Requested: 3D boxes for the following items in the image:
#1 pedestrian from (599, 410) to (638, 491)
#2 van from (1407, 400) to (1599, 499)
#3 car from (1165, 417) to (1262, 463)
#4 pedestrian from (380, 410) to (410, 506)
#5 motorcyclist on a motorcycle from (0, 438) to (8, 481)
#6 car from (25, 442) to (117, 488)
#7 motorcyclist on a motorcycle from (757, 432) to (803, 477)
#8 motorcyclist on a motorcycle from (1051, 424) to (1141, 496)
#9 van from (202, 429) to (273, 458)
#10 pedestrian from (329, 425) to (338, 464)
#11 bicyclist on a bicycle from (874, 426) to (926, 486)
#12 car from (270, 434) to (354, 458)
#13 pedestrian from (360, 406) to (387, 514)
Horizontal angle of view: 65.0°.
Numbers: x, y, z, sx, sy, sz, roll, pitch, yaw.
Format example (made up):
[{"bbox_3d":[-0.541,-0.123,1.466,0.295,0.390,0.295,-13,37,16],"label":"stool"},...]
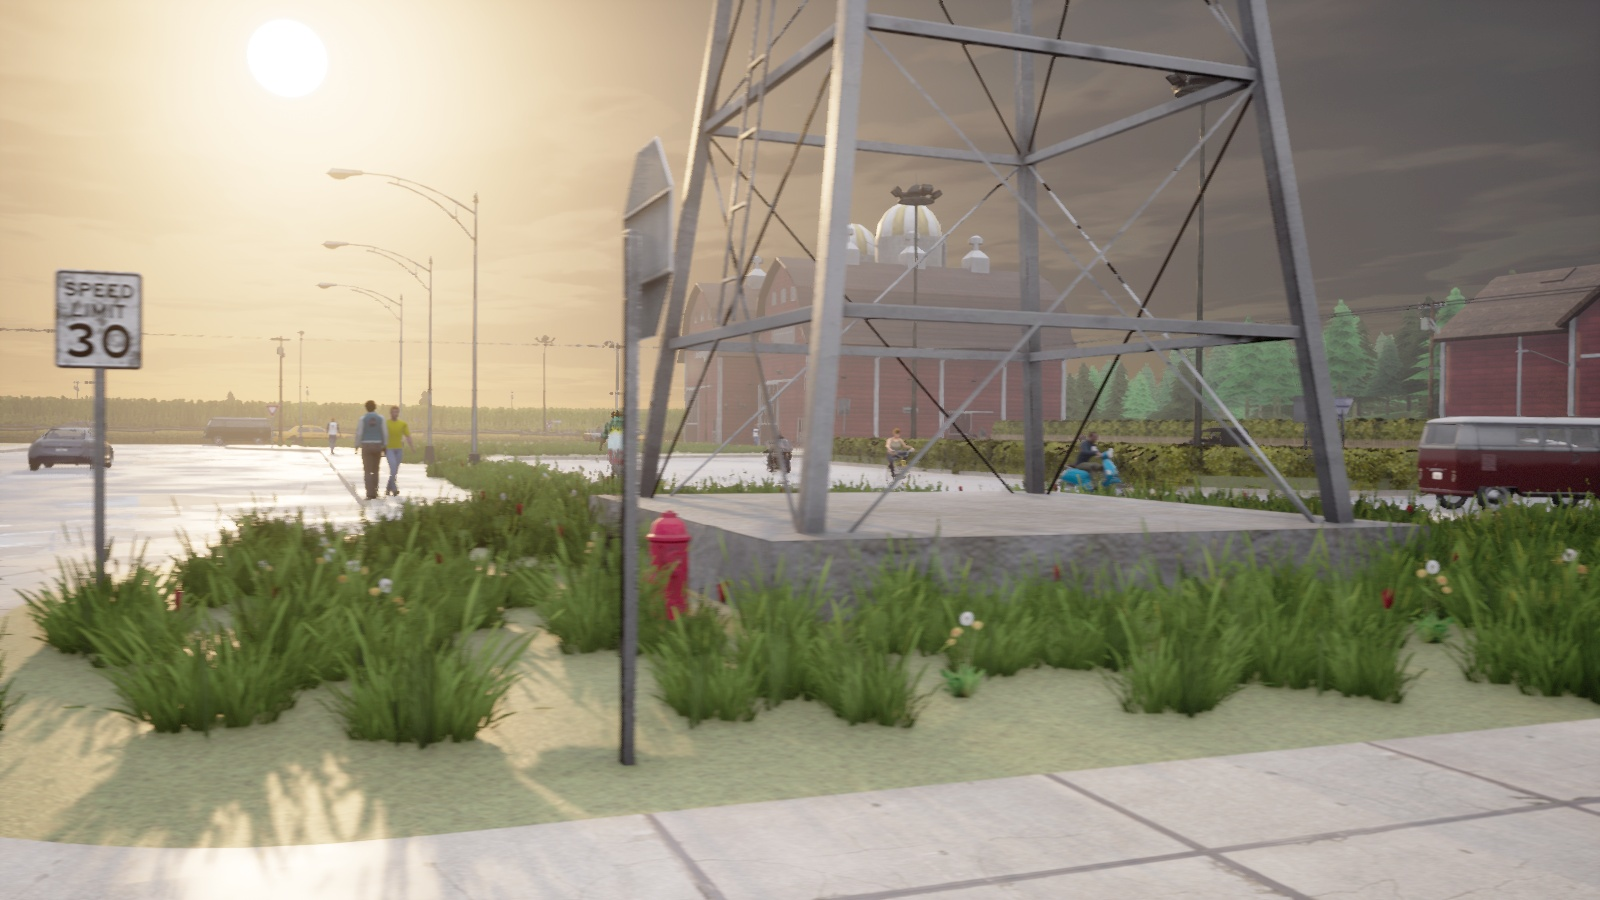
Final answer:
[{"bbox_3d":[-4.449,0.004,30.750,0.659,1.952,0.873,-1,1,-29],"label":"pedestrian"},{"bbox_3d":[15.271,-0.030,26.132,4.442,1.987,1.775,0,1,-4],"label":"van"},{"bbox_3d":[17.703,-0.456,53.925,1.905,1.878,3.866,-1,1,-21],"label":"car"},{"bbox_3d":[-7.871,0.142,24.400,0.354,1.836,0.706,-1,1,-32],"label":"pedestrian"},{"bbox_3d":[-29.109,0.357,45.041,0.797,1.523,2.044,-1,1,-22],"label":"motorcyclist on a motorcycle"},{"bbox_3d":[-23.747,0.447,41.067,1.994,1.385,4.181,-1,1,-22],"label":"car"},{"bbox_3d":[-0.723,0.135,43.896,0.866,1.530,2.191,-1,1,-21],"label":"motorcyclist on a motorcycle"},{"bbox_3d":[6.725,0.222,28.605,0.866,1.590,1.817,0,0,-43],"label":"motorcyclist on a motorcycle"},{"bbox_3d":[-39.673,-0.466,88.705,4.442,1.987,1.775,-1,1,-21],"label":"van"},{"bbox_3d":[-21.871,-0.267,58.855,0.354,1.836,0.706,-1,1,-23],"label":"pedestrian"},{"bbox_3d":[2.774,0.144,34.966,0.866,1.612,1.509,-1,1,-22],"label":"bicyclist on a bicycle"},{"bbox_3d":[-33.839,-0.316,87.195,5.366,1.575,1.801,-1,1,-21],"label":"car"},{"bbox_3d":[-7.766,0.166,22.875,0.396,1.930,0.692,-1,1,-22],"label":"pedestrian"}]
